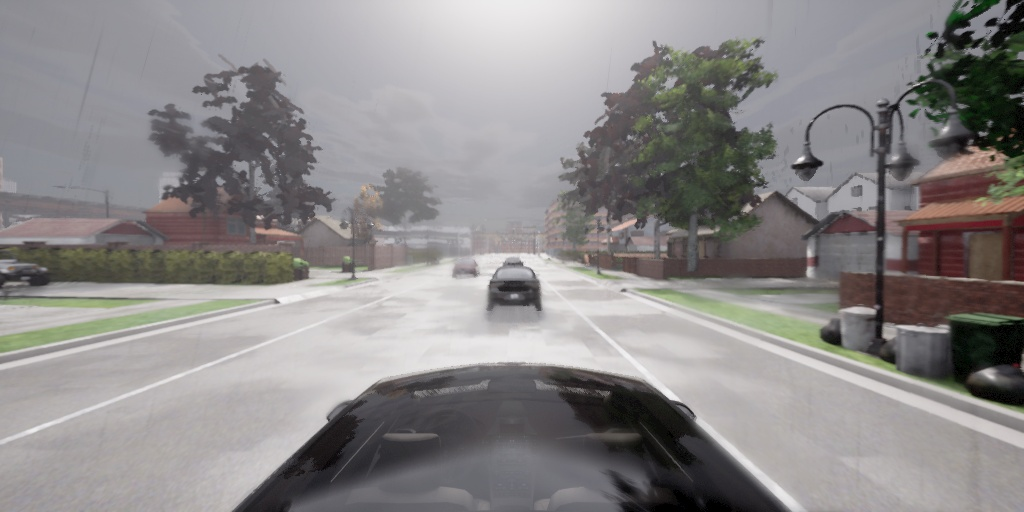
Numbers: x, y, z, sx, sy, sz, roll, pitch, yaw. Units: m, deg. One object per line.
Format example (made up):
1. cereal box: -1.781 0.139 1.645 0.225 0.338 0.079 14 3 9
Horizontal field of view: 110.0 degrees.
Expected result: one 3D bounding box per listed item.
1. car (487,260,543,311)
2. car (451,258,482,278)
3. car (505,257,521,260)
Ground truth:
1. car: 0.094 1.092 13.826 1.882 1.535 5.008 0 1 0
2. car: -3.594 0.928 28.813 1.812 1.442 4.674 0 1 0
3. car: 0.091 0.849 32.473 1.837 1.490 4.892 0 1 0
